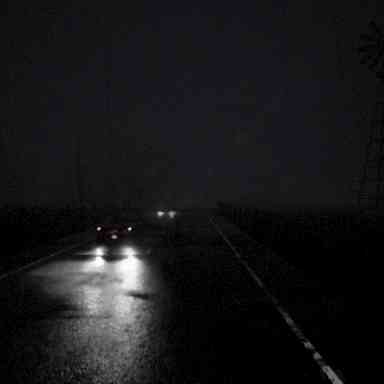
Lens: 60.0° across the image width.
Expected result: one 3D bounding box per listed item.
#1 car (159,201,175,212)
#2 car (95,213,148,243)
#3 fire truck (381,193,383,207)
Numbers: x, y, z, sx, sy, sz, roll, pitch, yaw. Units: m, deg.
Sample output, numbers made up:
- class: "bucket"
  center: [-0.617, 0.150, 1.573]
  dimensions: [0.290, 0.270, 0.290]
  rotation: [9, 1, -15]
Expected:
- class: "car"
  center: [-3.555, 1.996, 47.778]
  dimensions: [1.882, 1.535, 5.008]
  rotation: [0, -1, 1]
- class: "car"
  center: [-3.558, 1.793, 17.487]
  dimensions: [1.895, 1.301, 4.718]
  rotation: [0, -1, 1]
- class: "fire truck"
  center: [43.773, 1.742, 68.337]
  dimensions: [8.468, 3.827, 2.891]
  rotation: [1, 0, 0]
